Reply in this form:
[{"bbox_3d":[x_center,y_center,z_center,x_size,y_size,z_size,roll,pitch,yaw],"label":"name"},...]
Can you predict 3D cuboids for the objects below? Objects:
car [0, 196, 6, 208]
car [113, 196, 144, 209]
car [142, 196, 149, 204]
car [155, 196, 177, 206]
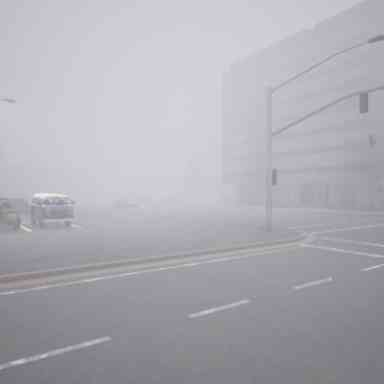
[{"bbox_3d":[-31.195,1.200,52.527,1.932,1.855,4.605,0,0,-35],"label":"car"},{"bbox_3d":[-9.091,1.582,45.471,2.033,1.411,5.357,0,0,-35],"label":"car"},{"bbox_3d":[-10.367,1.500,65.592,1.882,1.535,5.008,0,0,-35],"label":"car"},{"bbox_3d":[-4.540,1.501,57.448,1.882,1.535,5.008,0,0,-35],"label":"car"}]
